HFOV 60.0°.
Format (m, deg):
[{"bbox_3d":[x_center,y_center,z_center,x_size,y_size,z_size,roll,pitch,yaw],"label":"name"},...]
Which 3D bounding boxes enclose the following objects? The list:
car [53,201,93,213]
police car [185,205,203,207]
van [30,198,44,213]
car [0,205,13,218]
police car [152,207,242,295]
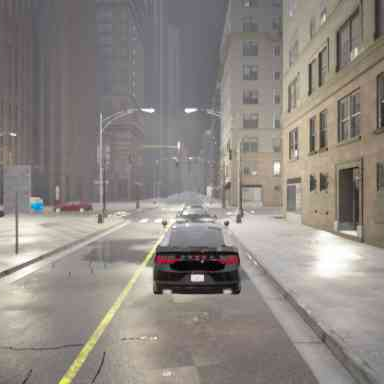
[{"bbox_3d":[-13.965,1.708,39.051,4.507,1.381,1.887,-1,0,0],"label":"car"},{"bbox_3d":[0.117,1.501,18.482,2.038,1.542,4.974,0,0,0],"label":"police car"},{"bbox_3d":[-19.592,1.572,39.073,3.998,1.788,1.690,-1,0,0],"label":"van"},{"bbox_3d":[-19.618,1.509,30.547,5.009,1.841,2.192,-1,0,0],"label":"car"},{"bbox_3d":[0.105,1.423,8.877,1.930,1.638,5.238,0,0,0],"label":"police car"}]
